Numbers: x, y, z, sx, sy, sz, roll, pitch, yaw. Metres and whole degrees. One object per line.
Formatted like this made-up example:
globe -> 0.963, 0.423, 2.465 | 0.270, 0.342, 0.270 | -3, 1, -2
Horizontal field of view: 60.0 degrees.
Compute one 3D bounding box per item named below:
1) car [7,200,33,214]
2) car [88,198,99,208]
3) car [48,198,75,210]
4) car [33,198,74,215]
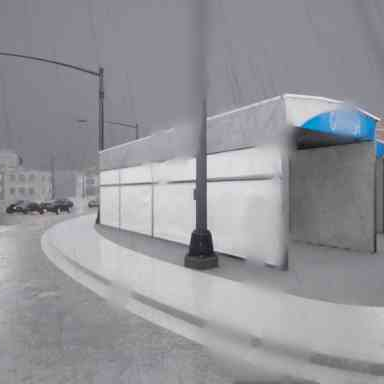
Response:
car -> -17.579, 1.564, 35.206 | 1.994, 1.385, 4.181 | 0, 0, 3
car -> -12.816, 1.552, 47.428 | 1.994, 1.385, 4.181 | 0, 0, 25
car -> -17.652, 1.537, 45.310 | 2.033, 1.411, 5.357 | 0, 0, -6
car -> -14.101, 1.505, 34.469 | 1.837, 1.490, 4.892 | 0, 0, 1
